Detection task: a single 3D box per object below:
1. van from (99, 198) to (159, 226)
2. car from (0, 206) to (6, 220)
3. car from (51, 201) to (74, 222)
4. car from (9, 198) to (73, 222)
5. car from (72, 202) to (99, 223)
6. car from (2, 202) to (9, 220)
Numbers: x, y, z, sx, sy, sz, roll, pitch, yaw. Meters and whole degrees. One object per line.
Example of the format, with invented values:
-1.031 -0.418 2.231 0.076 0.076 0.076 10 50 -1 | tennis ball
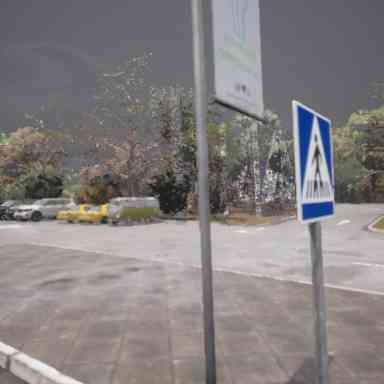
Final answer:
-4.485 1.432 25.154 1.878 1.987 4.442 -1 -1 34 | van
-11.976 1.621 15.330 1.946 1.575 5.366 -1 -1 34 | car
-8.815 1.757 28.477 1.946 1.575 5.366 -2 -1 34 | car
-13.660 1.643 31.528 2.435 2.045 5.566 -2 -1 34 | car
-6.619 1.704 26.976 1.946 1.575 5.366 -1 -1 34 | car
-15.955 1.976 33.106 2.231 1.521 4.892 -2 -1 34 | car
